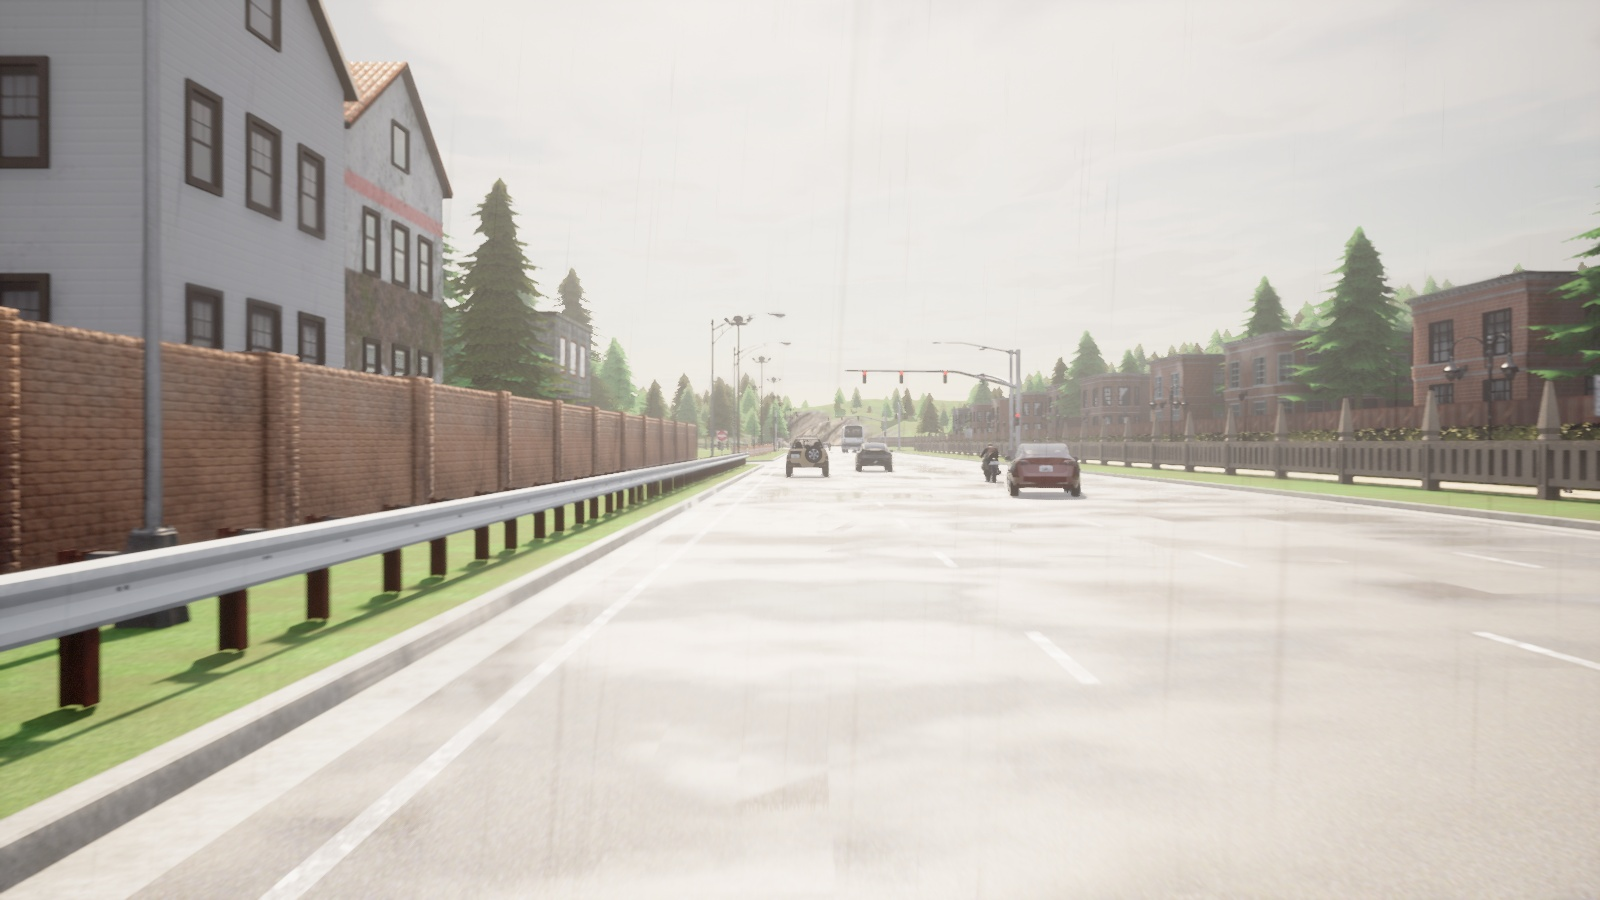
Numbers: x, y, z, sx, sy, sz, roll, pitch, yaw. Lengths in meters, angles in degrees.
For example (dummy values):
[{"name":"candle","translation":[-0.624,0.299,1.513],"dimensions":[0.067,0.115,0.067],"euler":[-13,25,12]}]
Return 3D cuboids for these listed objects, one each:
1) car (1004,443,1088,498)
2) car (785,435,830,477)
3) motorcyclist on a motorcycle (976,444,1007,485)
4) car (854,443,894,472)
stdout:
[{"name":"car","translation":[7.048,0.548,36.423],"dimensions":[2.163,1.488,4.792],"euler":[0,0,8]},{"name":"car","translation":[0.338,0.245,56.774],"dimensions":[1.932,1.855,4.605],"euler":[0,0,0]},{"name":"motorcyclist on a motorcycle","translation":[7.288,0.518,47.936],"dimensions":[0.866,1.530,2.191],"euler":[0,0,0]},{"name":"car","translation":[3.893,0.380,66.483],"dimensions":[1.837,1.490,4.892],"euler":[0,0,0]}]
